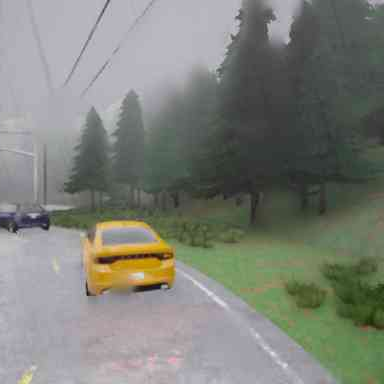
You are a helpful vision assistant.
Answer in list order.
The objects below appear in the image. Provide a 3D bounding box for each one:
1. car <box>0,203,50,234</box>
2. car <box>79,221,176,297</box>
[{"bbox_3d":[-10.563,1.417,20.171,4.553,1.767,2.097,0,0,40],"label":"car"},{"bbox_3d":[-1.905,1.504,8.860,1.882,1.535,5.008,0,0,-20],"label":"car"}]
